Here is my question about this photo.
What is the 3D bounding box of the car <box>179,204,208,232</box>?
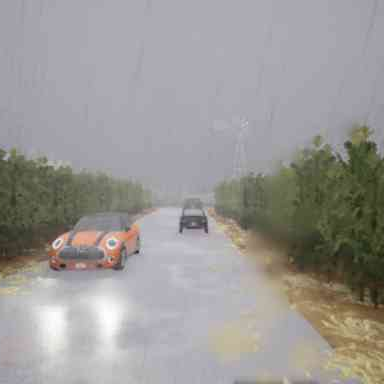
[{"bbox_3d":[0.106,1.842,23.069,1.882,1.535,5.008,0,0,0],"label":"car"}]

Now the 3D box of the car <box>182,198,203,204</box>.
[{"bbox_3d":[0.102,1.691,37.611,2.150,2.045,5.566,0,0,0],"label":"car"}]

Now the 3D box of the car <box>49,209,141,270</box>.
[{"bbox_3d":[-3.099,1.515,11.509,2.097,1.767,4.553,0,-1,0],"label":"car"}]
